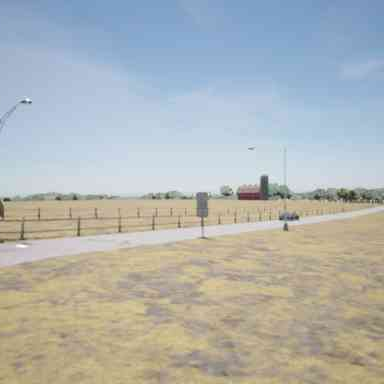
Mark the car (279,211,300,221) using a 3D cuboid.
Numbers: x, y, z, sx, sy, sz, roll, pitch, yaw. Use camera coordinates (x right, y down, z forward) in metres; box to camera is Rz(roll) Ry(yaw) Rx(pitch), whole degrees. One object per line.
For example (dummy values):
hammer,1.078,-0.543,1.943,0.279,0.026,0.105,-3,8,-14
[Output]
car,14.541,3.578,49.619,1.994,1.385,4.181,-2,-3,35
